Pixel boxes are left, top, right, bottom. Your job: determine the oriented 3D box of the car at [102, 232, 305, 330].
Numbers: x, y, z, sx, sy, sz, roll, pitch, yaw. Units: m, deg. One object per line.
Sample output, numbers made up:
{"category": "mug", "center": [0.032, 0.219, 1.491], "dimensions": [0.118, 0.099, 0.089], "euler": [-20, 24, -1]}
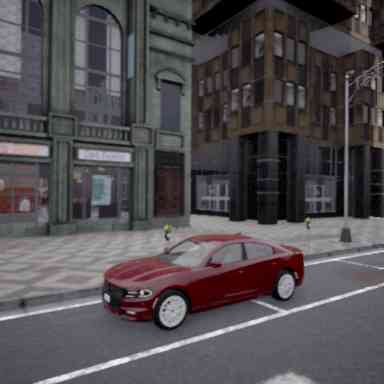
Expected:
{"category": "car", "center": [0.430, 1.566, 6.887], "dimensions": [4.507, 1.381, 1.887], "euler": [1, 0, -34]}
